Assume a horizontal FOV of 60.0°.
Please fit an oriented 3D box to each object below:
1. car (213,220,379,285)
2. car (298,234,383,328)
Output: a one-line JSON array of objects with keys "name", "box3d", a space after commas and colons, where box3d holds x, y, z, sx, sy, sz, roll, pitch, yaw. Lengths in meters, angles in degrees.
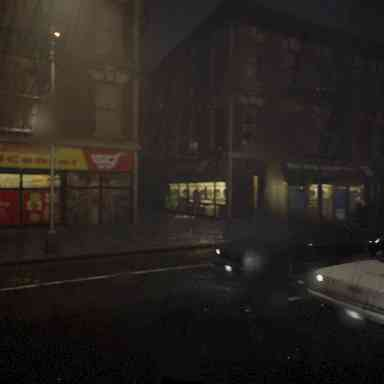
[{"name": "car", "box3d": [3.279, 1.531, 9.524, 5.357, 1.411, 2.033, 0, 0, -27]}, {"name": "car", "box3d": [4.476, 1.611, 6.195, 4.718, 1.301, 1.895, 0, 0, -27]}]
